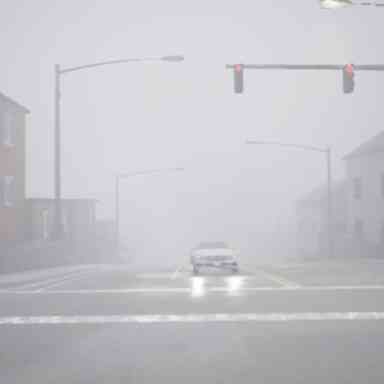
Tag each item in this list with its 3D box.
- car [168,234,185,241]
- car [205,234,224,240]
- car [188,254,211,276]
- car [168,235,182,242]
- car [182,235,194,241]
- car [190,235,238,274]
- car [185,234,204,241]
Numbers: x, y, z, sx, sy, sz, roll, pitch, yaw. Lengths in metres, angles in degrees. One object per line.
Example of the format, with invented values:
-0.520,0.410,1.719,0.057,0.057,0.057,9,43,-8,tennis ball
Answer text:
-3.999,11.741,85.495,4.536,1.218,1.853,-2,-2,43,car
5.956,11.633,86.418,4.536,1.218,1.853,-2,-2,28,car
0.679,7.720,34.908,2.128,1.511,4.902,-1,-21,-2,car
-3.959,11.897,85.455,4.974,1.542,2.038,-2,-2,43,car
0.648,11.837,85.528,4.974,1.542,2.038,0,-2,-37,car
0.972,2.938,15.400,1.812,1.442,4.674,-1,-10,0,car
0.688,11.680,85.564,4.536,1.218,1.853,0,-2,-37,car
